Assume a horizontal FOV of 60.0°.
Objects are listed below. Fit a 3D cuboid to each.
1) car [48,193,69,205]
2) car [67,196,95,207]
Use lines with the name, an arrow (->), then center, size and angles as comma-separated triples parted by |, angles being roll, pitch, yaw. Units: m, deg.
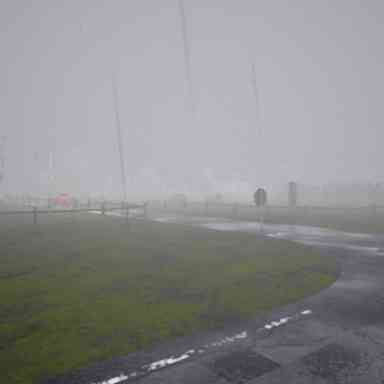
car -> -22.785, 1.179, 56.824 | 2.150, 2.045, 5.566 | 1, -1, -41
car -> -16.246, 1.565, 49.237 | 1.895, 1.301, 4.718 | 1, -1, -40
